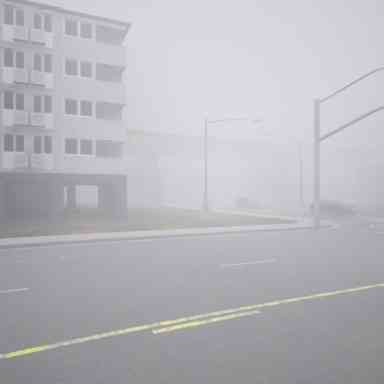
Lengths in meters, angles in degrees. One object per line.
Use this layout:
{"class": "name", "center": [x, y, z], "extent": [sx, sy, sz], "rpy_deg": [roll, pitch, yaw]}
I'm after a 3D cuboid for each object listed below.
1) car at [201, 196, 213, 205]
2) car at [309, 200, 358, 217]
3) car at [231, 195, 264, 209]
{"class": "car", "center": [2.597, 1.506, 58.951], "extent": [1.837, 1.490, 4.892], "rpy_deg": [0, 0, -2]}
{"class": "car", "center": [13.457, 1.492, 31.800], "extent": [2.128, 1.511, 4.902], "rpy_deg": [0, 0, -25]}
{"class": "car", "center": [7.403, 1.504, 44.698], "extent": [1.837, 1.490, 4.892], "rpy_deg": [0, 0, -24]}
